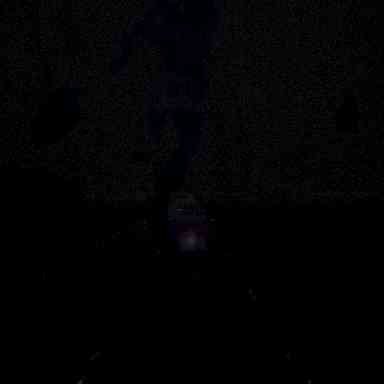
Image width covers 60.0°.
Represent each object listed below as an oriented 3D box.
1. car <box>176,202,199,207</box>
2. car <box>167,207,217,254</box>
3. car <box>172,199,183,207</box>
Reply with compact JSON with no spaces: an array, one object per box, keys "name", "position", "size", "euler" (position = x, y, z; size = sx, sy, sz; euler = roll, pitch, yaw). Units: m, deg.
[{"name":"car","position":[0.003,1.812,27.507],"size":[2.033,1.411,5.357],"euler":[0,-1,0]},{"name":"car","position":[0.025,1.616,14.233],"size":[1.882,1.535,5.008],"euler":[0,0,1]},{"name":"car","position":[-2.789,2.115,64.523],"size":[1.812,1.442,4.674],"euler":[0,0,1]}]
